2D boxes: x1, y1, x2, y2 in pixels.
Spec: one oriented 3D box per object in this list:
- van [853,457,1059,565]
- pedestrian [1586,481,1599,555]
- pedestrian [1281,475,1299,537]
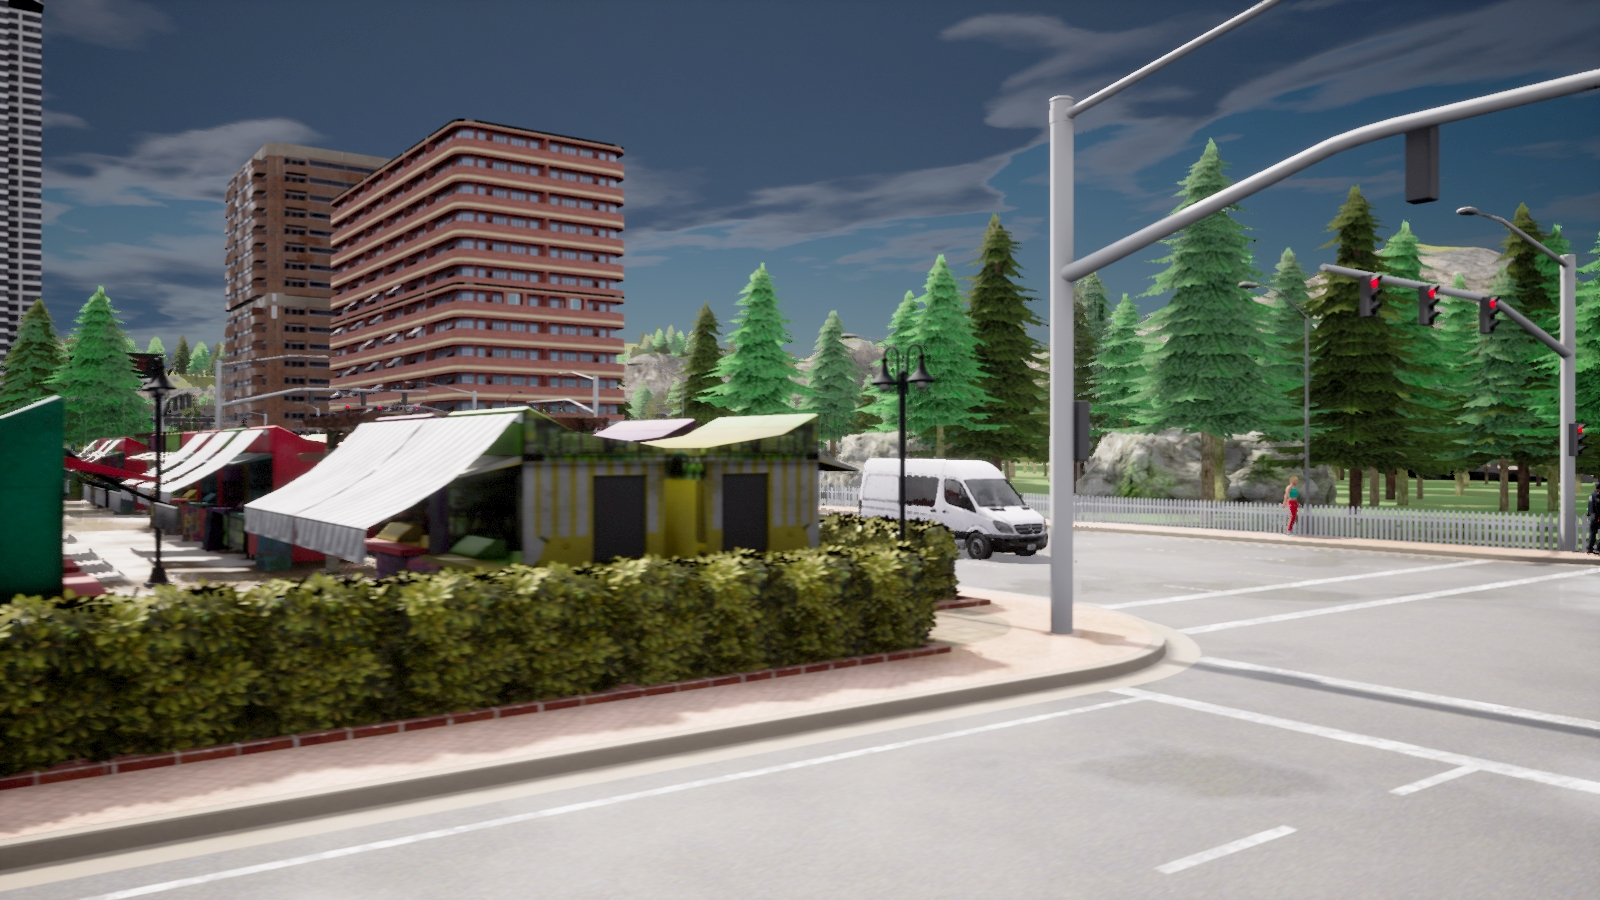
[{"bbox_3d":[4.116,1.536,31.296,1.988,2.561,5.915,0,1,-37],"label":"van"},{"bbox_3d":[20.047,1.705,28.717,0.375,1.860,0.375,0,0,18],"label":"pedestrian"},{"bbox_3d":[15.029,1.704,35.052,0.375,1.860,0.375,0,0,-36],"label":"pedestrian"}]
